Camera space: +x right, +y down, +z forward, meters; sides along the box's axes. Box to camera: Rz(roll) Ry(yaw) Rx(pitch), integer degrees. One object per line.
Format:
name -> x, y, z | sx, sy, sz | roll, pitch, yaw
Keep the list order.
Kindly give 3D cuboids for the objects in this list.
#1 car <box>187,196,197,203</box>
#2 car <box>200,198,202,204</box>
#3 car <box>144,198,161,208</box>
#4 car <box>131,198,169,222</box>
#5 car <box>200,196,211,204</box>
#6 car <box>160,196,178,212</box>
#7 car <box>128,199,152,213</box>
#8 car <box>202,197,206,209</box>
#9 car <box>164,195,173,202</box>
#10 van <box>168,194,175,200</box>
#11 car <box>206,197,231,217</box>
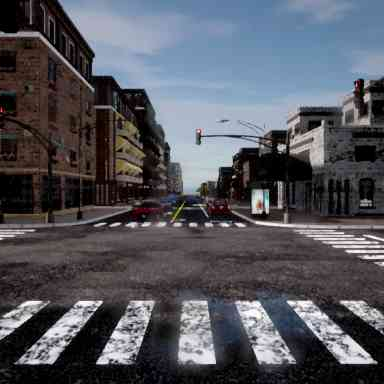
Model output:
car -> -0.041, 1.593, 70.303 | 2.033, 1.411, 5.357 | 0, 0, 0
car -> 2.594, 1.571, 48.940 | 2.008, 1.369, 4.403 | 0, 0, 0
car -> -5.786, 1.571, 48.912 | 2.008, 1.369, 4.403 | 0, 0, 0
car -> -3.310, 1.480, 26.356 | 1.882, 1.535, 5.008 | 0, 0, 3
car -> 2.563, 1.591, 66.030 | 2.008, 1.369, 4.403 | -1, 0, 0
car -> -3.171, 1.559, 39.665 | 2.033, 1.411, 5.357 | 0, 0, 0
car -> -5.765, 1.561, 37.518 | 2.008, 1.369, 4.403 | 0, 0, 0
car -> 2.605, 1.597, 43.243 | 1.802, 1.307, 4.206 | 0, 0, 0
car -> -5.850, 1.592, 82.921 | 1.752, 1.417, 4.829 | -1, 0, 0
van -> -5.873, 1.430, 94.485 | 1.690, 1.788, 3.998 | -1, 0, 0
car -> 2.625, 1.446, 31.849 | 1.967, 1.590, 4.097 | 0, 0, 0
